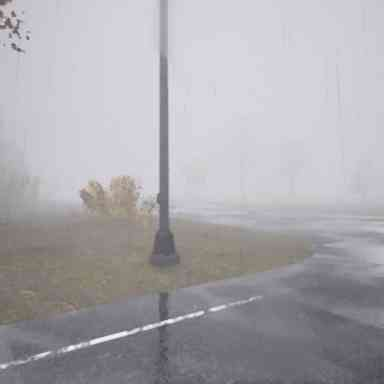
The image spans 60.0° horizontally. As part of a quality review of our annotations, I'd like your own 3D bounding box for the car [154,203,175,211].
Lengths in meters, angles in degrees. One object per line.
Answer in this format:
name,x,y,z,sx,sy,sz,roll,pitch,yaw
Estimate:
car,-3.666,1.177,35.249,1.812,1.442,4.674,-1,1,-35
